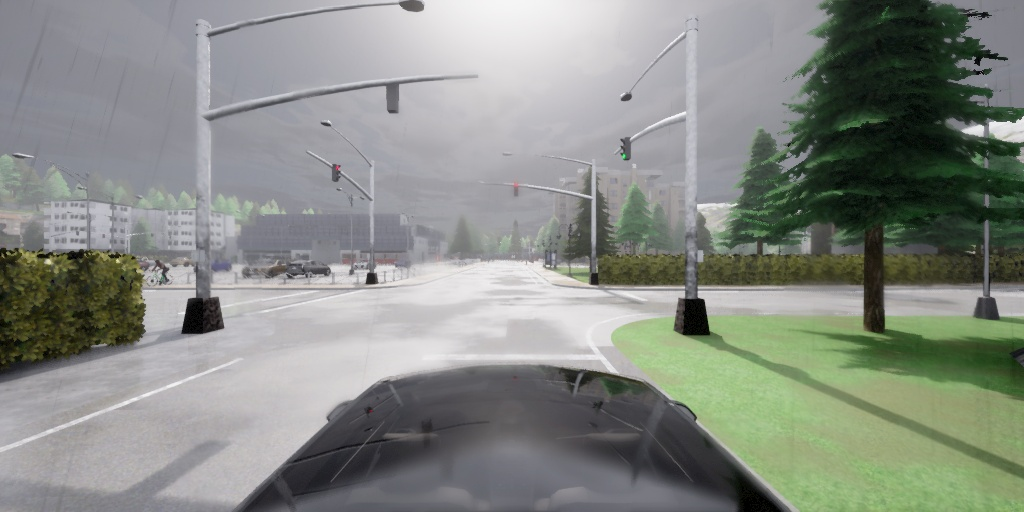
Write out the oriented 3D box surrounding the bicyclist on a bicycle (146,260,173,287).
[{"bbox_3d":[-21.760,1.051,22.163,0.582,1.620,1.656,0,0,1],"label":"bicyclist on a bicycle"}]
